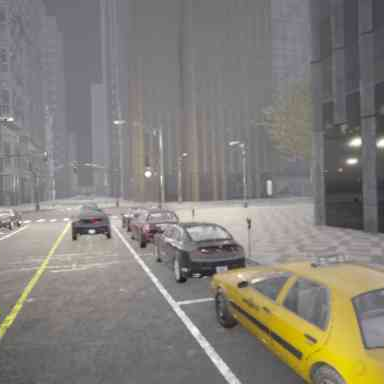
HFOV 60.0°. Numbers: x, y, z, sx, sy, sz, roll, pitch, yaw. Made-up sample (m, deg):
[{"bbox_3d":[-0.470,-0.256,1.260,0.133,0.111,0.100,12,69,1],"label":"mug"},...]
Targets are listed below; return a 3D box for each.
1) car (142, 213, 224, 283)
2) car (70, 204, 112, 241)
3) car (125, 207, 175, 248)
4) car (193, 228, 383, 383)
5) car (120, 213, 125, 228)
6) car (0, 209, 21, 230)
[{"bbox_3d":[0.022,1.520,9.575,2.008,1.369,4.403,-2,0,-17],"label":"car"},{"bbox_3d":[-5.327,1.609,17.690,1.837,1.490,4.892,-2,0,-17],"label":"car"},{"bbox_3d":[-1.658,1.443,14.962,1.967,1.590,4.097,-2,0,-17],"label":"car"},{"bbox_3d":[1.646,1.462,4.352,1.752,1.417,4.829,-2,0,-17],"label":"car"},{"bbox_3d":[-3.331,1.587,20.348,2.008,1.369,4.403,-2,0,-17],"label":"car"},{"bbox_3d":[-13.143,1.875,23.199,2.008,1.369,4.403,-2,0,-17],"label":"car"}]
